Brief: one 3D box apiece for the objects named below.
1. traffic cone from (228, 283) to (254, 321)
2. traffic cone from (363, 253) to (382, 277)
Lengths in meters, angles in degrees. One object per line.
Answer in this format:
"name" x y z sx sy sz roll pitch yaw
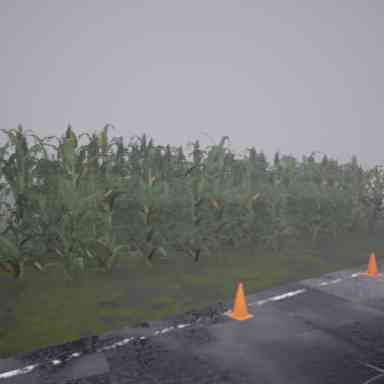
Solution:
"traffic cone" 0.884 1.955 6.033 0.340 0.580 0.340 0 0 -36
"traffic cone" 4.879 1.948 8.992 0.340 0.580 0.340 0 0 -37
